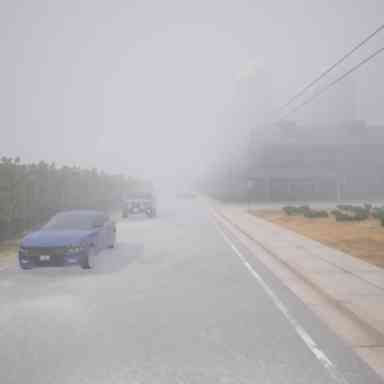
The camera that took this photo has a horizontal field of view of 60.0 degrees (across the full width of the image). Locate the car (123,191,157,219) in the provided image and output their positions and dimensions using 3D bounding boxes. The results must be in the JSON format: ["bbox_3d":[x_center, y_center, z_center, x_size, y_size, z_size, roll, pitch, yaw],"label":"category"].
[{"bbox_3d":[-3.994,0.908,26.097,2.150,2.045,5.566,-1,0,-1],"label":"car"}]

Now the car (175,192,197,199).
[{"bbox_3d":[-1.258,0.723,66.004,4.718,1.301,1.895,0,1,43],"label":"car"}]

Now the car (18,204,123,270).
[{"bbox_3d":[-3.775,1.367,10.917,1.882,1.535,5.008,-1,1,-1],"label":"car"}]
